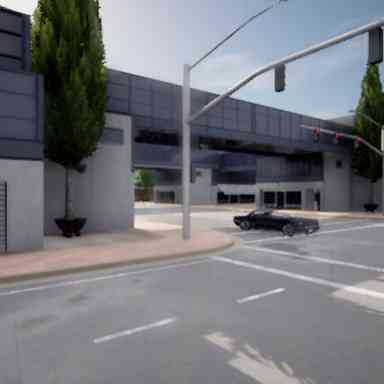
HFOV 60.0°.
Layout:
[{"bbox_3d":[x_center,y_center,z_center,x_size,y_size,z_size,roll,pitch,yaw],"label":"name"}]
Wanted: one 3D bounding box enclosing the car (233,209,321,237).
[{"bbox_3d":[4.518,1.605,18.204,1.895,1.301,4.718,0,0,-38],"label":"car"}]
